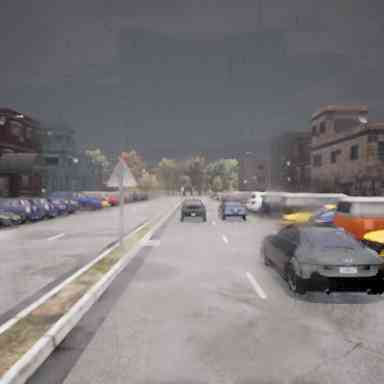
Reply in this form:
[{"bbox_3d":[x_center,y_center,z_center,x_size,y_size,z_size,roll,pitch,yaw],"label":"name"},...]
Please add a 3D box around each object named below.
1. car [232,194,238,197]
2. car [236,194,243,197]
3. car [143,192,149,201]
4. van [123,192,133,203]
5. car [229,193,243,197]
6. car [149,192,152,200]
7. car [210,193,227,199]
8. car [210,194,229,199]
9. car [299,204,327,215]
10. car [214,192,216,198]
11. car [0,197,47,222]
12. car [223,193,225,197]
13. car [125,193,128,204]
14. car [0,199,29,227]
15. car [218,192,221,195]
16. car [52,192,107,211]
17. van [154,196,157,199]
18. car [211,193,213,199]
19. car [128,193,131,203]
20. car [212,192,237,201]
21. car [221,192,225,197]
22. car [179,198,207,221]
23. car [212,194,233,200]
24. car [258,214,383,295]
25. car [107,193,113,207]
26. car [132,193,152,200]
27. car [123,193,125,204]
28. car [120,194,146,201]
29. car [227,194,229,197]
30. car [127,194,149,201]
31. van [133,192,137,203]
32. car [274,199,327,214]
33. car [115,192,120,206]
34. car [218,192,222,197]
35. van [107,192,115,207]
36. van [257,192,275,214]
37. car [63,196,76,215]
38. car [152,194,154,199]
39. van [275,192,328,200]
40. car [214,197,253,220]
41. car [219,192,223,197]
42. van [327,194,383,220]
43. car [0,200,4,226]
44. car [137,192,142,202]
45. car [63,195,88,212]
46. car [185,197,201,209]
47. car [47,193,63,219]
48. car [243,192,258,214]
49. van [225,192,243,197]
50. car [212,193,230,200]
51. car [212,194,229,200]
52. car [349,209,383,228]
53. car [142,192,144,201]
[{"bbox_3d":[7.641,1.259,39.984,4.892,1.521,2.231,0,0,0],"label":"car"},{"bbox_3d":[7.677,1.297,37.226,4.792,1.488,2.163,0,0,0],"label":"car"},{"bbox_3d":[-12.492,0.977,69.180,5.566,2.045,2.435,0,0,0],"label":"car"},{"bbox_3d":[-12.651,0.993,55.410,4.442,1.987,1.878,0,0,0],"label":"van"},{"bbox_3d":[7.834,1.248,42.740,5.366,1.575,1.946,0,0,0],"label":"car"},{"bbox_3d":[-12.544,0.988,74.865,5.566,2.045,2.435,0,0,0],"label":"car"},{"bbox_3d":[7.627,1.115,95.135,4.553,1.767,2.185,0,0,0],"label":"car"},{"bbox_3d":[7.663,1.248,92.373,5.008,1.535,2.097,0,0,0],"label":"car"},{"bbox_3d":[7.641,1.418,15.169,4.674,1.452,2.002,0,0,0],"label":"car"},{"bbox_3d":[7.659,1.231,70.311,5.008,1.535,2.097,0,0,0],"label":"car"},{"bbox_3d":[-12.535,1.185,22.061,4.553,1.767,2.185,0,0,0],"label":"car"},{"bbox_3d":[7.643,1.234,51.012,4.892,1.521,2.231,0,0,0],"label":"car"},{"bbox_3d":[-12.509,1.252,49.852,4.792,1.488,2.163,0,0,0],"label":"car"},{"bbox_3d":[-12.575,1.327,19.283,4.892,1.521,2.231,0,0,0],"label":"car"},{"bbox_3d":[7.621,1.100,62.039,4.553,1.767,2.185,0,0,0],"label":"car"},{"bbox_3d":[-12.524,1.001,35.957,5.566,2.045,2.435,0,0,0],"label":"car"},{"bbox_3d":[-12.385,1.039,88.637,4.442,1.987,1.878,0,0,0],"label":"van"},{"bbox_3d":[7.469,1.236,75.826,5.366,1.575,1.946,0,0,0],"label":"car"},{"bbox_3d":[-12.534,1.260,52.506,4.674,1.452,2.002,0,0,0],"label":"car"},{"bbox_3d":[7.683,0.992,78.584,5.566,2.045,2.435,0,0,0],"label":"car"},{"bbox_3d":[7.644,1.231,53.769,4.892,1.521,2.231,0,0,0],"label":"car"},{"bbox_3d":[0.106,1.341,25.569,1.837,1.490,4.892,0,0,0],"label":"car"},{"bbox_3d":[7.662,1.253,84.097,4.892,1.521,2.231,0,0,0],"label":"car"},{"bbox_3d":[3.101,1.506,8.600,1.994,1.385,4.181,0,0,0],"label":"car"},{"bbox_3d":[-12.365,1.241,38.736,5.366,1.575,1.946,0,0,0],"label":"car"},{"bbox_3d":[-12.538,1.132,83.201,4.553,1.767,2.185,0,0,0],"label":"car"},{"bbox_3d":[-12.536,1.228,47.073,4.892,1.521,2.231,0,0,0],"label":"car"},{"bbox_3d":[-12.703,1.231,72.084,5.366,1.575,1.946,0,0,0],"label":"car"},{"bbox_3d":[7.646,1.284,45.498,4.674,1.452,2.002,0,0,0],"label":"car"},{"bbox_3d":[-12.519,1.247,77.642,4.892,1.521,2.231,0,0,0],"label":"car"},{"bbox_3d":[-12.415,0.992,58.187,4.442,1.987,1.878,0,0,0],"label":"van"},{"bbox_3d":[7.458,1.358,17.927,5.366,1.575,1.946,0,0,0],"label":"car"},{"bbox_3d":[-12.516,0.979,44.292,5.566,2.045,2.435,0,0,0],"label":"car"},{"bbox_3d":[7.645,1.227,59.283,4.892,1.521,2.231,0,0,0],"label":"car"},{"bbox_3d":[-12.431,1.012,41.515,4.442,1.987,1.878,0,0,0],"label":"van"},{"bbox_3d":[7.762,1.089,26.197,4.442,1.987,1.878,0,0,0],"label":"van"},{"bbox_3d":[-12.558,1.324,27.621,4.674,1.452,2.002,0,0,0],"label":"car"},{"bbox_3d":[-12.504,1.251,80.297,5.008,1.535,2.097,0,0,0],"label":"car"},{"bbox_3d":[7.761,1.118,20.684,4.442,1.987,1.878,0,0,0],"label":"van"},{"bbox_3d":[3.105,1.382,26.301,2.033,1.411,5.357,0,0,0],"label":"car"},{"bbox_3d":[7.645,1.228,56.525,4.892,1.521,2.231,0,0,0],"label":"car"},{"bbox_3d":[7.760,1.170,12.411,4.442,1.987,1.878,0,0,0],"label":"van"},{"bbox_3d":[-12.567,1.343,16.507,5.008,1.535,2.097,0,0,0],"label":"car"},{"bbox_3d":[-12.557,0.968,60.968,5.566,2.045,2.435,0,0,0],"label":"car"},{"bbox_3d":[-12.552,1.274,30.400,4.892,1.521,2.231,0,0,0],"label":"car"},{"bbox_3d":[0.108,1.373,42.044,1.895,1.301,4.718,0,0,0],"label":"car"},{"bbox_3d":[-12.532,1.172,24.841,4.553,1.767,2.185,0,0,0],"label":"car"},{"bbox_3d":[7.674,1.050,28.955,5.566,2.045,2.435,0,0,0],"label":"car"},{"bbox_3d":[7.532,1.013,48.131,4.442,1.987,1.878,0,0,0],"label":"van"},{"bbox_3d":[7.625,1.127,86.860,4.553,1.767,2.185,0,0,0],"label":"car"},{"bbox_3d":[7.654,1.290,89.617,4.674,1.452,2.002,0,0,0],"label":"car"},{"bbox_3d":[7.648,1.415,9.655,5.008,1.535,2.097,0,0,0],"label":"car"},{"bbox_3d":[-12.520,1.264,66.461,4.674,1.452,2.002,0,0,0],"label":"car"}]
